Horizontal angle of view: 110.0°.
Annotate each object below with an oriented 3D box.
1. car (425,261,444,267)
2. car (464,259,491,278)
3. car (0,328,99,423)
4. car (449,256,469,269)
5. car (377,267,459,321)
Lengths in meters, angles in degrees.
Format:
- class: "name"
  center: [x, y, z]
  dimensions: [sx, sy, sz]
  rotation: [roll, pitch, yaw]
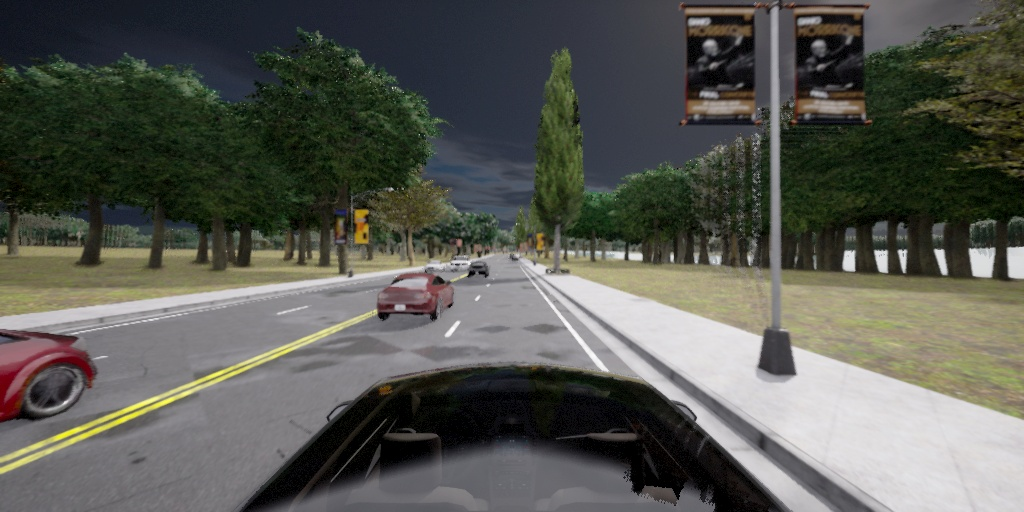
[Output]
- class: "car"
  center: [-9.840, 1.301, 45.738]
  dimensions: [1.812, 1.442, 4.674]
  rotation: [0, 0, 0]
- class: "car"
  center: [-3.161, 1.280, 34.784]
  dimensions: [1.837, 1.490, 4.892]
  rotation: [0, 0, 0]
- class: "car"
  center: [-6.601, 1.317, 3.056]
  dimensions: [1.994, 1.385, 4.181]
  rotation: [0, 0, 0]
- class: "car"
  center: [-6.588, 1.000, 46.202]
  dimensions: [2.150, 2.045, 5.566]
  rotation: [0, 0, 0]
- class: "car"
  center: [-3.167, 1.290, 12.429]
  dimensions: [1.812, 1.442, 4.674]
  rotation: [0, 0, 0]
